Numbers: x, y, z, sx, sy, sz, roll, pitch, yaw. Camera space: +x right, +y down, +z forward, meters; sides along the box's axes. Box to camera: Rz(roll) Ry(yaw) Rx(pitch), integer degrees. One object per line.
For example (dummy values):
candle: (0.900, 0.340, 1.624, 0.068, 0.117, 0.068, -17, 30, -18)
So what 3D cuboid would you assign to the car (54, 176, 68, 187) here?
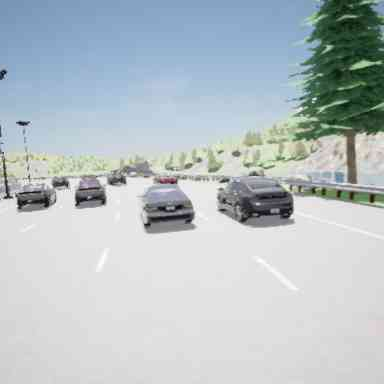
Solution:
car: (-17.855, -1.375, 44.943, 2.097, 1.767, 4.553, -6, 5, -22)

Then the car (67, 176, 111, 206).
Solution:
car: (-6.789, -0.026, 22.351, 2.128, 1.511, 4.902, -5, 5, -14)

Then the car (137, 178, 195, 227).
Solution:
car: (-1.203, 0.409, 13.631, 2.033, 1.411, 5.357, -5, 5, -11)

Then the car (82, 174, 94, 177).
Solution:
car: (-14.053, -1.616, 44.823, 2.097, 1.767, 4.553, -6, 5, -22)

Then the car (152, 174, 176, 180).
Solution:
car: (-2.947, -1.268, 35.130, 1.895, 1.301, 4.718, -5, 5, -17)

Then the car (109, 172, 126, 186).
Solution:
car: (-10.258, -1.856, 44.690, 2.097, 1.767, 4.553, -6, 5, -21)

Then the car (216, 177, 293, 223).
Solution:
car: (2.274, 0.175, 13.194, 1.837, 1.490, 4.892, -4, 5, -9)

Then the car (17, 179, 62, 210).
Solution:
car: (-10.426, 0.203, 22.489, 2.128, 1.511, 4.902, -5, 5, -14)
